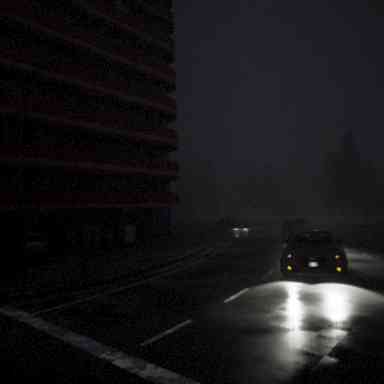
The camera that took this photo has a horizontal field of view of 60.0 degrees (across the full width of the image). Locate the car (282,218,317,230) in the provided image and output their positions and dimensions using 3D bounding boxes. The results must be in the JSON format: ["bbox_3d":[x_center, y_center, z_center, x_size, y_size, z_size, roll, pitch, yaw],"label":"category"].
[{"bbox_3d":[7.561,2.587,23.507,2.128,1.511,4.902,-2,-3,5],"label":"car"}]

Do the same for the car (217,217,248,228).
[{"bbox_3d":[5.013,3.847,42.509,2.033,1.411,5.357,-1,-4,-22],"label":"car"}]

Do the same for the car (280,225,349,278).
[{"bbox_3d":[4.429,2.105,12.035,1.994,1.385,4.181,-3,-4,21],"label":"car"}]
